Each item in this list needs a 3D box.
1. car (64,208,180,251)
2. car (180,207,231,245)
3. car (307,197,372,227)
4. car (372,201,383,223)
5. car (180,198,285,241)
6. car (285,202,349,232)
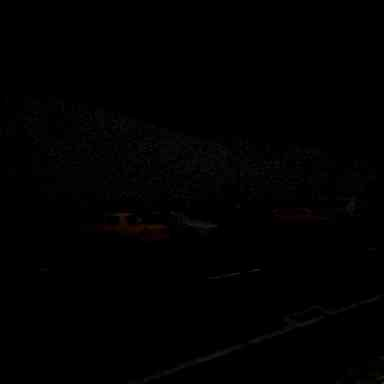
[{"bbox_3d":[-3.368,1.545,14.379,5.366,1.575,1.946,-1,-1,35],"label":"car"},{"bbox_3d":[-0.769,1.611,16.026,4.674,1.452,2.002,-1,-1,34],"label":"car"},{"bbox_3d":[8.991,1.377,23.011,5.566,2.045,2.435,-1,-1,35],"label":"car"},{"bbox_3d":[11.435,1.659,24.749,4.792,1.488,2.163,-1,-1,35],"label":"car"},{"bbox_3d":[1.707,1.345,17.758,5.566,2.045,2.435,-1,-1,35],"label":"car"},{"bbox_3d":[6.723,1.617,21.148,5.366,1.575,1.946,-1,-1,34],"label":"car"}]
